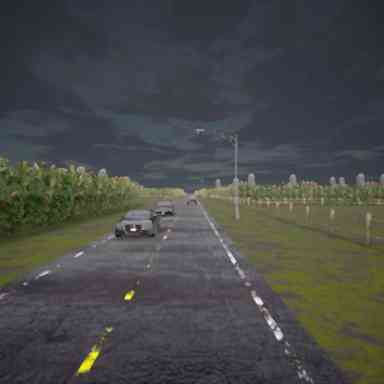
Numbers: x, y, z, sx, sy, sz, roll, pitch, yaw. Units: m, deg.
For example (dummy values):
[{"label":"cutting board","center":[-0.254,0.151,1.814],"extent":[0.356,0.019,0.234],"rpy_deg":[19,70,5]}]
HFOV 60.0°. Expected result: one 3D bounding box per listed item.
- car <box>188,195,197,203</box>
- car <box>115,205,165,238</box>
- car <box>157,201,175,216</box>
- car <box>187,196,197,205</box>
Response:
[{"label":"car","center":[0.037,1.495,72.246],"extent":[1.882,1.535,5.008],"rpy_deg":[0,0,0]},{"label":"car","center":[-2.785,1.612,17.844],"extent":[1.994,1.385,4.181],"rpy_deg":[0,0,1]},{"label":"car","center":[-2.732,1.633,34.044],"extent":[2.033,1.411,5.357],"rpy_deg":[0,0,0]},{"label":"car","center":[0.032,1.633,61.824],"extent":[1.837,1.490,4.892],"rpy_deg":[0,0,0]}]
